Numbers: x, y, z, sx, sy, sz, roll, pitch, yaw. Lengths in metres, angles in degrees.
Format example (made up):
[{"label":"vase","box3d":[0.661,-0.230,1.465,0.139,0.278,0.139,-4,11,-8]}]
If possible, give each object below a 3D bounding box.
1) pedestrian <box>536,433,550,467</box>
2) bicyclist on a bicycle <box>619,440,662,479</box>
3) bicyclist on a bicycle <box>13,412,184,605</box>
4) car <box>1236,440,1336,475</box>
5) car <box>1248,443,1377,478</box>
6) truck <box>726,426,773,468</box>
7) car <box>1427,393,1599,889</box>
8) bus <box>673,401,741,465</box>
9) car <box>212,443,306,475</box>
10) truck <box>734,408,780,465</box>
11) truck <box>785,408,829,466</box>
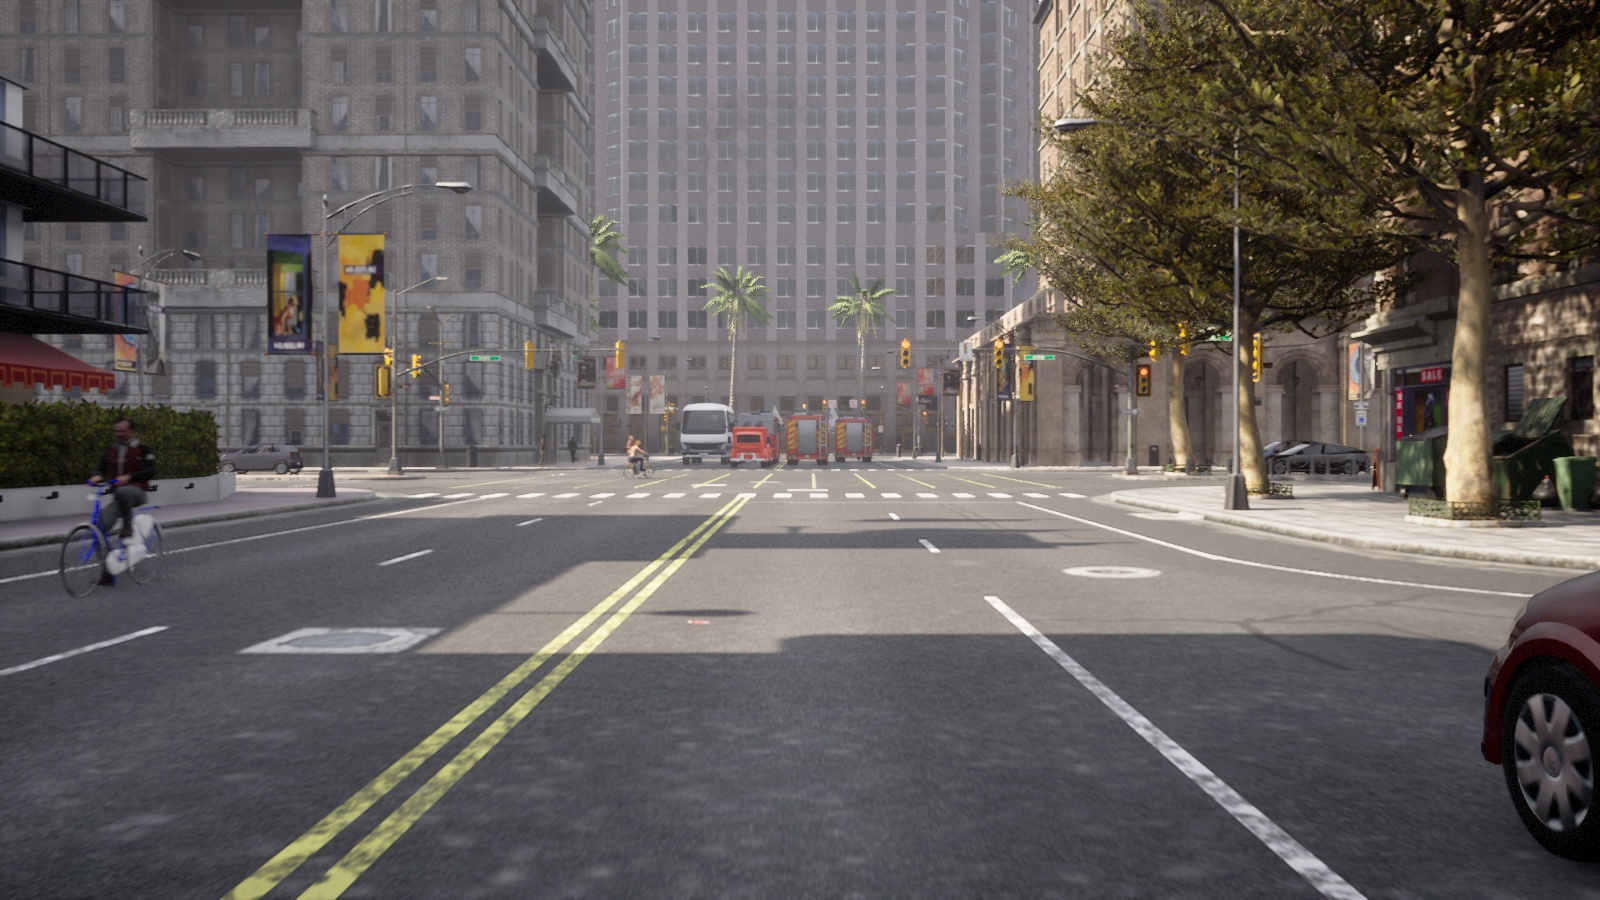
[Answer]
[{"label":"pedestrian","box3d":[-14.099,0.004,68.885,0.703,1.840,0.431,0,0,-12]},{"label":"bicyclist on a bicycle","box3d":[-6.626,0.383,52.233,1.509,1.612,0.866,0,0,-39]},{"label":"bicyclist on a bicycle","box3d":[-6.914,0.541,12.491,0.659,1.776,1.843,0,0,0]},{"label":"car","box3d":[22.687,0.332,58.743,3.988,1.617,1.851,0,0,1]},{"label":"car","box3d":[22.494,0.453,55.213,4.792,1.488,2.163,0,0,2]},{"label":"truck","box3d":[-3.051,-0.171,76.806,2.627,2.467,5.204,0,0,0]},{"label":"car","box3d":[3.534,0.629,3.240,1.851,1.617,3.988,0,0,0]},{"label":"bus","box3d":[-6.463,-1.137,89.111,3.944,4.253,10.273,0,0,1]},{"label":"car","box3d":[-25.517,0.406,59.303,3.633,1.501,1.845,0,0,1]},{"label":"truck","box3d":[-2.969,-0.922,89.005,2.891,3.827,8.468,0,0,1]},{"label":"truck","box3d":[0.513,-0.908,87.088,2.891,3.827,8.468,0,0,0]}]
